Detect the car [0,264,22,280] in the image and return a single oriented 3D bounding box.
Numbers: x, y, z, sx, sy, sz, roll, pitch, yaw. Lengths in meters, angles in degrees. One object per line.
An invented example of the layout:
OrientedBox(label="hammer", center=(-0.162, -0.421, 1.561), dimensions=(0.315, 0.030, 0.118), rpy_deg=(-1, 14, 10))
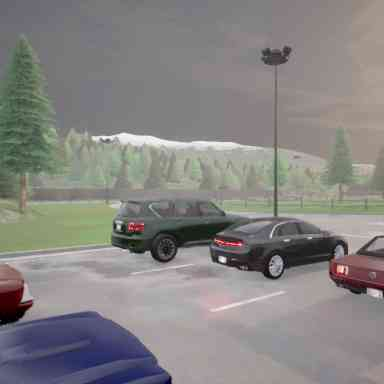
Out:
OrientedBox(label="car", center=(-4.849, 1.601, 4.590), dimensions=(4.718, 1.301, 1.895), rpy_deg=(0, 0, -35))

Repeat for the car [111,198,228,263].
OrientedBox(label="car", center=(-0.162, 1.221, 12.250), dimensions=(5.566, 2.045, 2.150), rpy_deg=(0, 0, -35))

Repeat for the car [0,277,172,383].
OrientedBox(label="car", center=(-2.408, 1.601, 2.031), dimensions=(4.718, 1.301, 1.895), rpy_deg=(0, 0, -35))

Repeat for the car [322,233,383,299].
OrientedBox(label="car", center=(5.236, 1.601, 7.487), dimensions=(4.718, 1.301, 1.895), rpy_deg=(0, 0, -35))

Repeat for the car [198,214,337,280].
OrientedBox(label="car", center=(2.774, 1.505, 10.036), dimensions=(4.892, 1.490, 1.837), rpy_deg=(0, 0, -35))
